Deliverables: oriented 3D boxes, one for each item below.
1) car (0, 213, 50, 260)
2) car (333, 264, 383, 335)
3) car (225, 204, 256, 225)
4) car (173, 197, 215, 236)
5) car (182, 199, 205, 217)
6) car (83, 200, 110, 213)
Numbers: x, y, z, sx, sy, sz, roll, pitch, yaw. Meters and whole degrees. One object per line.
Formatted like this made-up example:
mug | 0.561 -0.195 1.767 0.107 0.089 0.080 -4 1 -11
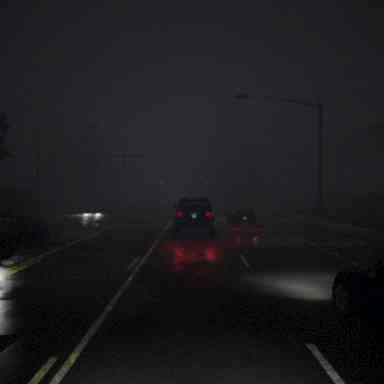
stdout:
car | -7.103 1.584 12.853 1.812 1.442 4.674 0 0 0
car | 3.599 1.549 4.447 1.812 1.442 4.674 0 0 0
car | 3.593 1.590 24.879 1.812 1.442 4.674 0 0 0
car | 0.096 1.292 19.224 2.150 2.045 5.566 0 0 0
car | 0.100 1.523 33.255 2.128 1.511 4.902 0 0 0
car | -10.520 1.578 36.930 1.994 1.385 4.181 0 0 0
